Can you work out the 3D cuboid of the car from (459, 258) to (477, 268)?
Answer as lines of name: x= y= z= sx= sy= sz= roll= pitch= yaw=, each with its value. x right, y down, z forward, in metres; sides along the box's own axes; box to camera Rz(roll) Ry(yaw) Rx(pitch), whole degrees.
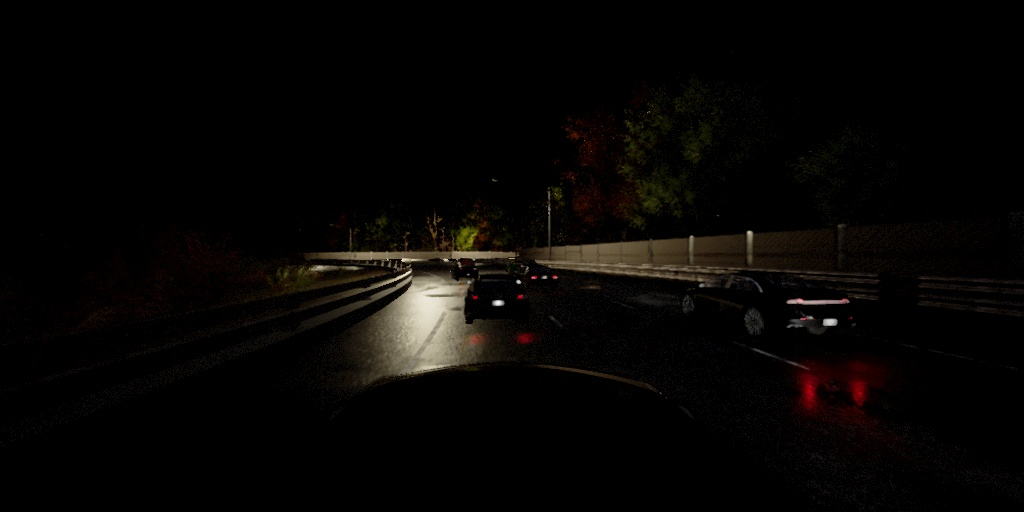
car: x=-7.378 y=1.169 z=59.507 sx=1.882 sy=1.535 sz=5.008 roll=0 pitch=0 yaw=-20

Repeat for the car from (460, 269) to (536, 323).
car: x=-0.588 y=1.300 z=12.132 sx=1.994 sy=1.385 sz=4.181 roll=0 pitch=0 yaw=-6

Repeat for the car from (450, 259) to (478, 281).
car: x=-3.977 y=1.215 z=29.710 sx=2.128 sy=1.511 sz=4.902 roll=0 pitch=0 yaw=-15

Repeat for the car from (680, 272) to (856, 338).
car: x=6.622 y=1.198 z=10.062 sx=2.128 sy=1.511 sz=4.902 roll=0 pitch=0 yaw=-4

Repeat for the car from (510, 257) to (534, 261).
car: x=1.066 y=1.042 z=36.735 sx=2.097 sy=1.767 sz=4.553 roll=0 pitch=0 yaw=-18

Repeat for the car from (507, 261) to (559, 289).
car: x=1.371 y=1.258 z=22.724 sx=2.033 sy=1.411 sz=5.357 roll=0 pitch=0 yaw=-11
